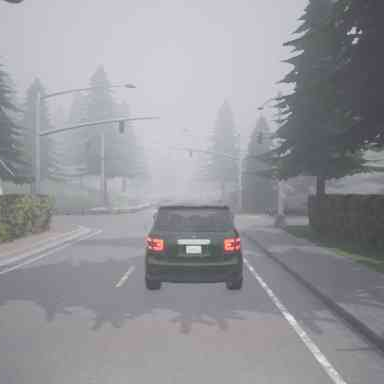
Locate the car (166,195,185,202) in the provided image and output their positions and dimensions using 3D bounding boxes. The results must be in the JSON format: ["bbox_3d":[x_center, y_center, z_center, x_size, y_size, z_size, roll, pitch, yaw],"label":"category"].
[{"bbox_3d":[-3.820,1.478,74.421,1.882,1.535,5.008,0,0,-35],"label":"car"}]

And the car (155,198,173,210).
[{"bbox_3d":[-3.644,1.563,43.611,1.994,1.385,4.181,0,0,0],"label":"car"}]

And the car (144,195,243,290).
[{"bbox_3d":[0.052,1.221,9.208,2.150,2.045,5.566,0,0,0],"label":"car"}]

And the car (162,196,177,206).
[{"bbox_3d":[-3.660,1.492,54.398,2.128,1.511,4.902,0,0,0],"label":"car"}]

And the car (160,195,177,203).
[{"bbox_3d":[-4.967,1.506,69.381,2.128,1.511,4.902,0,0,-24],"label":"car"}]

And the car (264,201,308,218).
[{"bbox_3d":[8.780,1.510,29.350,4.674,1.442,1.812,0,0,1],"label":"car"}]
